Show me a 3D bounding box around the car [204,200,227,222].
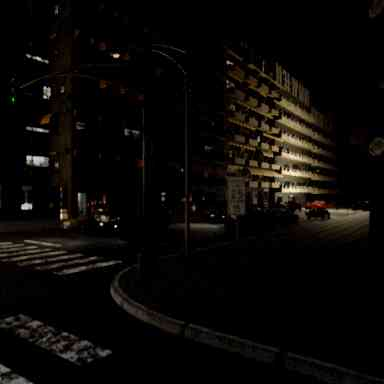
[{"bbox_3d":[3.355,1.759,31.191,2.150,2.045,5.566,0,-1,35],"label":"car"}]

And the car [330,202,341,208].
[{"bbox_3d":[32.746,3.062,77.852,1.887,1.381,4.507,-1,-2,35],"label":"car"}]

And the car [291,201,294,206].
[{"bbox_3d":[13.200,2.442,49.846,1.752,1.417,4.829,-1,-2,35],"label":"car"}]

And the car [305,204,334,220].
[{"bbox_3d":[13.696,2.282,35.969,1.802,1.307,4.206,-1,-2,35],"label":"car"}]

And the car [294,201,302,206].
[{"bbox_3d":[16.538,2.336,54.636,2.192,1.841,5.009,-1,-2,35],"label":"car"}]

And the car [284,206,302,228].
[{"bbox_3d":[7.213,2.041,26.681,1.887,1.381,4.507,-1,-2,35],"label":"car"}]

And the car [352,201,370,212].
[{"bbox_3d":[29.899,2.519,59.197,2.192,1.841,5.009,-1,-2,35],"label":"car"}]

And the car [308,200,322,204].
[{"bbox_3d":[23.022,2.766,63.920,1.887,1.381,4.507,-1,-2,35],"label":"car"}]

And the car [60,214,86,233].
[{"bbox_3d":[-6.247,1.830,21.980,1.752,1.417,4.829,-1,-2,35],"label":"car"}]

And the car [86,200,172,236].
[{"bbox_3d":[-3.582,1.537,21.251,2.150,2.045,5.566,0,-1,35],"label":"car"}]

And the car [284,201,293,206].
[{"bbox_3d":[10.451,2.261,41.317,1.837,1.490,4.892,0,-1,35],"label":"car"}]

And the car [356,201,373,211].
[{"bbox_3d":[33.141,2.618,63.842,2.192,1.841,5.009,-1,-2,35],"label":"car"}]

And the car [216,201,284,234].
[{"bbox_3d":[3.971,1.709,22.043,2.192,1.841,5.009,-1,-2,35],"label":"car"}]

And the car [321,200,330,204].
[{"bbox_3d":[26.261,2.635,68.569,2.192,1.841,5.009,-1,-2,35],"label":"car"}]

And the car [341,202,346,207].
[{"bbox_3d":[39.229,3.277,87.142,1.947,1.339,4.313,-1,-2,35],"label":"car"}]
